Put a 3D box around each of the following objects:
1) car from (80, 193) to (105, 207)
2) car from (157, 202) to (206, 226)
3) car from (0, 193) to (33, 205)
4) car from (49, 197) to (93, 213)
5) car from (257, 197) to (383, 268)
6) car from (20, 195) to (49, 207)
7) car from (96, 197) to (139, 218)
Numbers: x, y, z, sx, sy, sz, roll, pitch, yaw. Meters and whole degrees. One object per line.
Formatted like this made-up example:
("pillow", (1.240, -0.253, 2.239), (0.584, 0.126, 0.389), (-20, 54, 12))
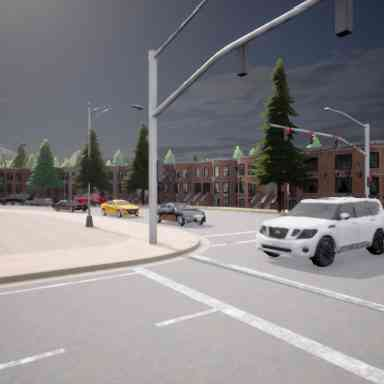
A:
("car", (-15.998, 1.222, 51.745), (5.566, 2.045, 2.150), (0, 0, 26))
("car", (-0.978, 1.492, 23.340), (2.128, 1.511, 4.902), (0, 0, -36))
("car", (-29.313, 1.221, 56.044), (5.566, 2.045, 2.150), (0, 0, 10))
("car", (-13.904, 1.601, 37.963), (4.718, 1.301, 1.895), (0, 0, 37))
("car", (4.777, 1.221, 11.713), (5.566, 2.045, 2.150), (0, 0, -36))
("car", (-23.028, 1.547, 50.855), (5.357, 1.411, 2.033), (0, 0, 18))
("car", (-6.732, 1.478, 30.902), (1.882, 1.535, 5.008), (0, 0, -40))
